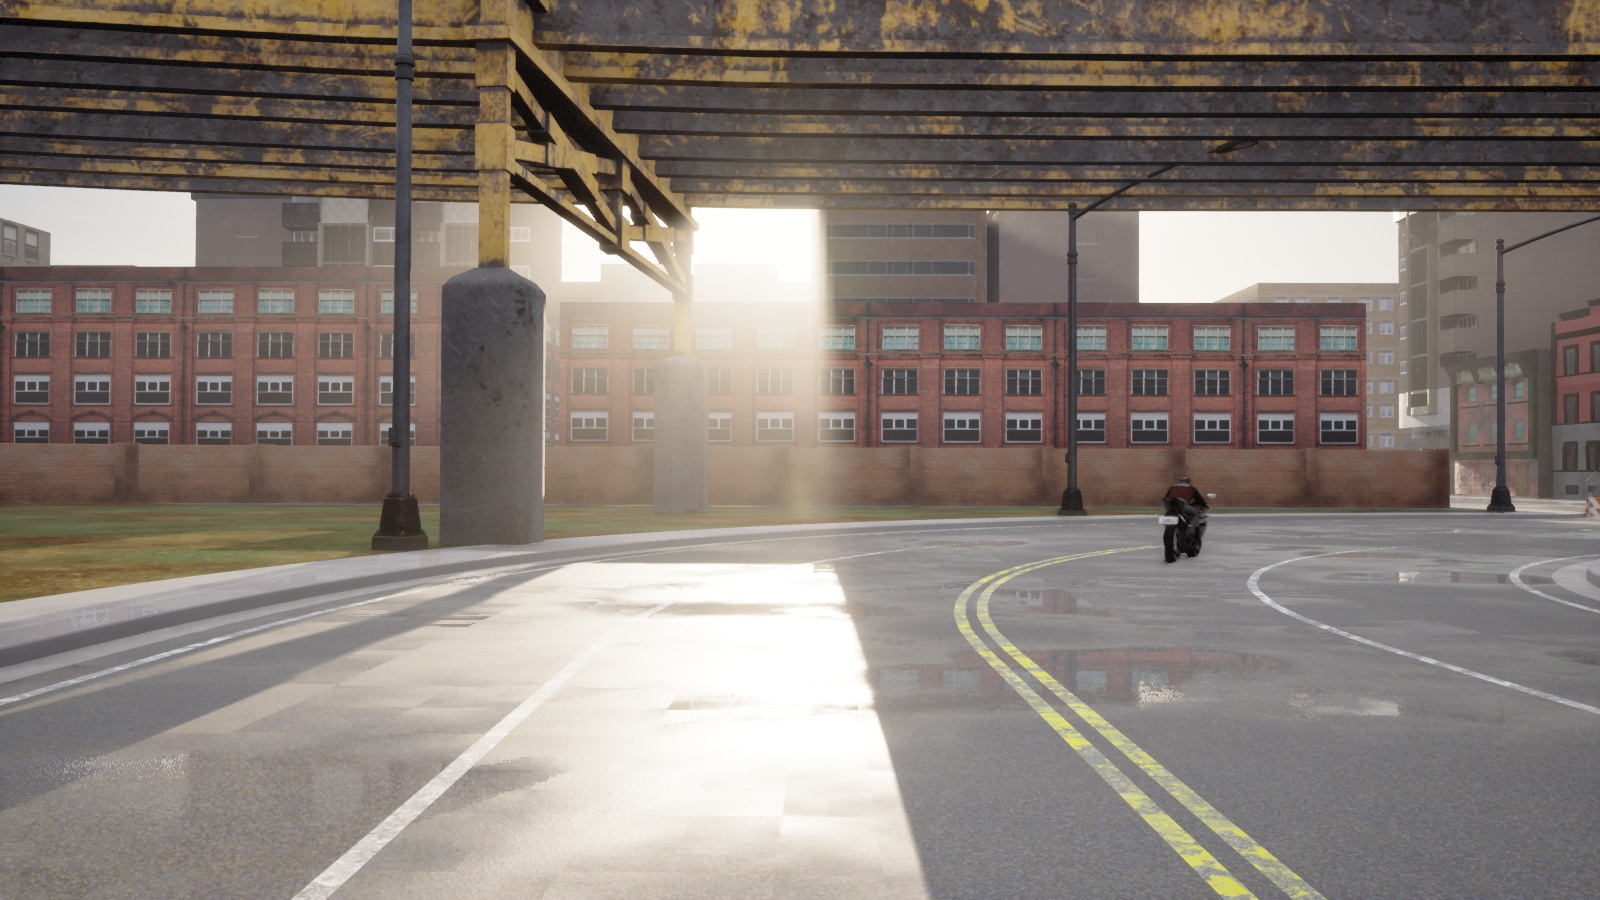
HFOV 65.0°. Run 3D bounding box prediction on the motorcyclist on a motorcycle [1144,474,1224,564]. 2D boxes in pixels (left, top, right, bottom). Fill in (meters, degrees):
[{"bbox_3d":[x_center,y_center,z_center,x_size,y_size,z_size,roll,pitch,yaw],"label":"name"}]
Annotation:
[{"bbox_3d":[6.954,1.201,22.659,0.866,1.530,2.191,0,-1,31],"label":"motorcyclist on a motorcycle"}]
